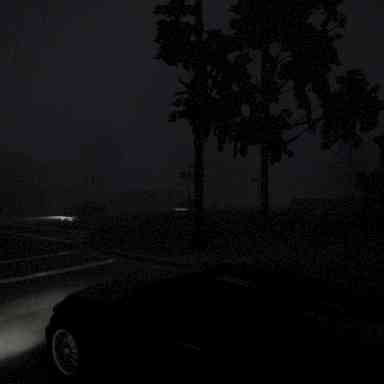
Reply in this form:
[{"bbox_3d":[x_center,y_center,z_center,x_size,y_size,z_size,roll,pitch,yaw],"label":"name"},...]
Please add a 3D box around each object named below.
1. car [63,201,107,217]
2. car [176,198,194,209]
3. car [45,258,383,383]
[{"bbox_3d":[-10.263,1.586,32.126,1.994,1.385,4.181,0,0,34],"label":"car"},{"bbox_3d":[-0.389,1.586,46.693,1.994,1.385,4.181,0,0,34],"label":"car"},{"bbox_3d":[0.258,1.527,3.787,4.674,1.442,1.812,0,0,36],"label":"car"}]
